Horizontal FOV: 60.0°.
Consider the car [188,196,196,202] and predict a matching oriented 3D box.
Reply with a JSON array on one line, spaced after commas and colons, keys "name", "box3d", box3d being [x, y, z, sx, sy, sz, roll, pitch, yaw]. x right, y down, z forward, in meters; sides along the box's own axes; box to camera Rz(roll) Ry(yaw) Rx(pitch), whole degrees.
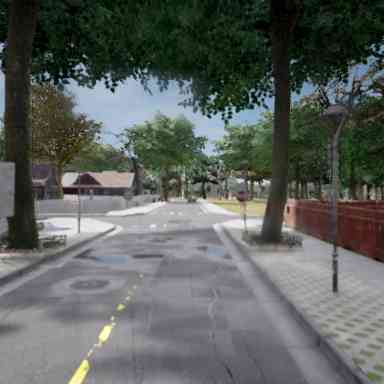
[{"name": "car", "box3d": [-0.036, 1.681, 83.383, 1.895, 1.301, 4.718, 0, 0, 0]}]

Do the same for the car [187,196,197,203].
[{"name": "car", "box3d": [-0.035, 1.716, 73.345, 1.812, 1.442, 4.674, 0, 0, 0]}]
